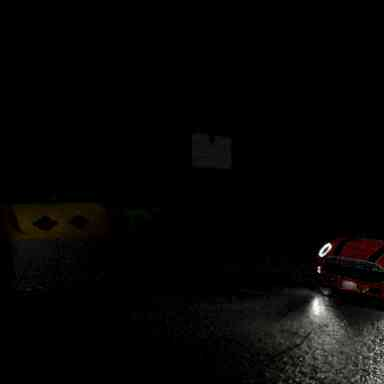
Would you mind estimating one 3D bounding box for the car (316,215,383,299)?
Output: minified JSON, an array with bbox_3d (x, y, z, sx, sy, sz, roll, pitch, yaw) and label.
[{"bbox_3d":[5.112,1.360,8.256,4.553,1.767,2.097,0,0,-36],"label":"car"}]
